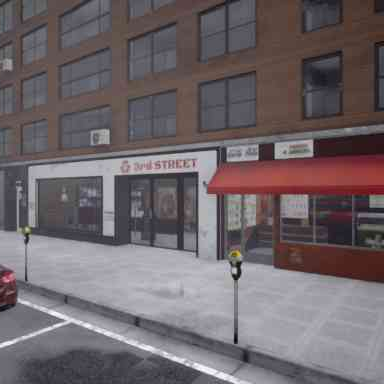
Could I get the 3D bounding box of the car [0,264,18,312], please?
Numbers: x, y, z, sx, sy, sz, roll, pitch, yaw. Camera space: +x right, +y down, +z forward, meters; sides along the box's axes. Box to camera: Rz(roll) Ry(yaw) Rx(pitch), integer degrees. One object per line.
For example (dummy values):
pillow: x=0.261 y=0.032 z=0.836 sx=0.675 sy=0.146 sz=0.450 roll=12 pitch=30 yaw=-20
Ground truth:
car: x=-4.934 y=1.582 z=6.331 sx=4.206 sy=1.307 sz=1.802 roll=0 pitch=0 yaw=36
